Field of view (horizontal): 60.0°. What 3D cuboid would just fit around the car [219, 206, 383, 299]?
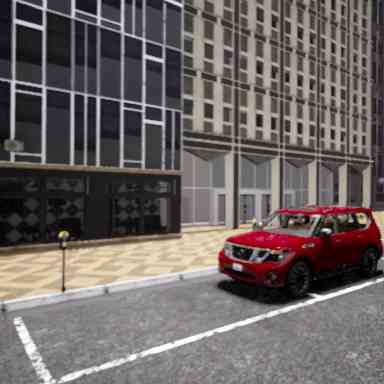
[{"bbox_3d":[3.049,1.330,8.726,5.009,1.841,2.192,0,0,-35],"label":"car"}]
